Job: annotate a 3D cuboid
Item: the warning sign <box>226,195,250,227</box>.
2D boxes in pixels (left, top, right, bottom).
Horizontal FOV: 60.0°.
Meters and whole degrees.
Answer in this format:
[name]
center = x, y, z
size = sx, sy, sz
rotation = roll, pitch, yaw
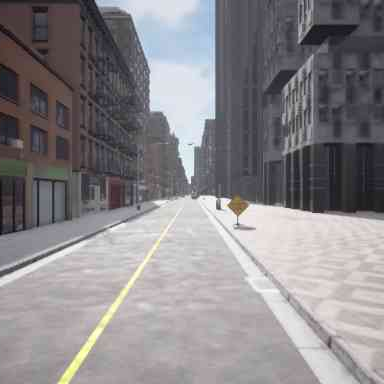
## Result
[warning sign]
center = 2.717, 1.100, 19.698
size = 1.300, 1.860, 1.060
rotation = 0, 0, 0
